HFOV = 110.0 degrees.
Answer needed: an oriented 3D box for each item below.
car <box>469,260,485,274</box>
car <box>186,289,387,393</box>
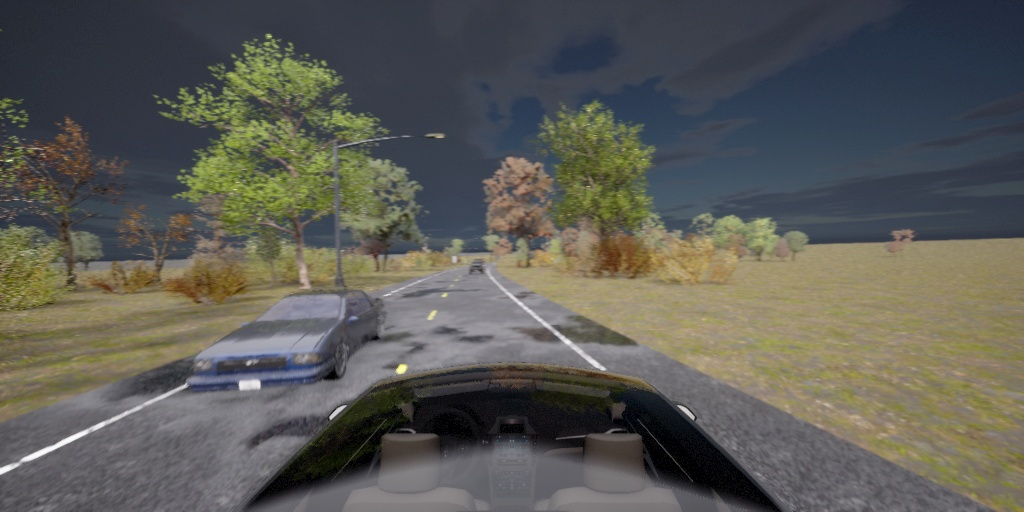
[{"bbox_3d":[-4.726,1.638,47.993,1.837,1.490,4.892,-2,0,-5],"label":"car"},{"bbox_3d":[-4.049,1.446,7.675,2.033,1.411,5.357,-2,0,-8],"label":"car"}]
